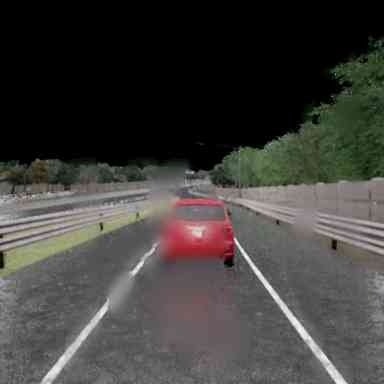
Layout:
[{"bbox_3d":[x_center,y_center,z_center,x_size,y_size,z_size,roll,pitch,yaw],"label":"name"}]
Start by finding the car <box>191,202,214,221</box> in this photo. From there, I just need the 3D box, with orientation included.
[{"bbox_3d":[1.014,1.620,28.839,1.812,1.442,4.674,0,0,4],"label":"car"}]

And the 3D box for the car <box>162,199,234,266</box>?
[{"bbox_3d":[0.259,1.262,11.891,2.150,2.045,5.566,0,0,2],"label":"car"}]
